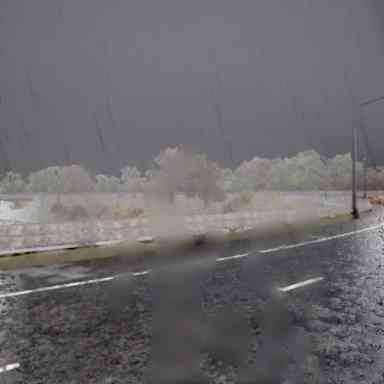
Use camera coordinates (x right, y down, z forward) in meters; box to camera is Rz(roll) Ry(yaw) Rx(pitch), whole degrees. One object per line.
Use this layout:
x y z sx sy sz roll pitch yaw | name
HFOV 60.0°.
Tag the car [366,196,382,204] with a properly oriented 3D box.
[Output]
38.273 1.661 70.366 2.097 1.767 4.553 0 0 11 | car
